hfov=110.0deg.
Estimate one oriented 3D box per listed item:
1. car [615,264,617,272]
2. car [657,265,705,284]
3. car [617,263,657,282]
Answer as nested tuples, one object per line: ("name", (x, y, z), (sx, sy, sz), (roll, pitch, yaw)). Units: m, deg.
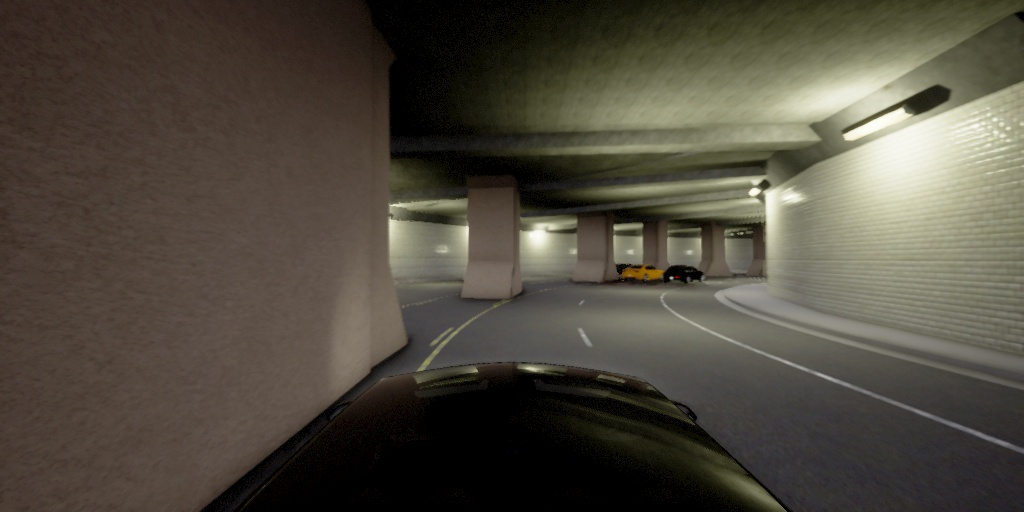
("car", (12.340, 1.611, 41.375), (4.892, 1.490, 1.837), (1, -1, -31))
("car", (14.356, 1.506, 29.839), (4.892, 1.490, 1.837), (1, -2, -42))
("car", (11.859, 1.500, 32.248), (5.008, 1.535, 1.882), (0, -1, -42))
